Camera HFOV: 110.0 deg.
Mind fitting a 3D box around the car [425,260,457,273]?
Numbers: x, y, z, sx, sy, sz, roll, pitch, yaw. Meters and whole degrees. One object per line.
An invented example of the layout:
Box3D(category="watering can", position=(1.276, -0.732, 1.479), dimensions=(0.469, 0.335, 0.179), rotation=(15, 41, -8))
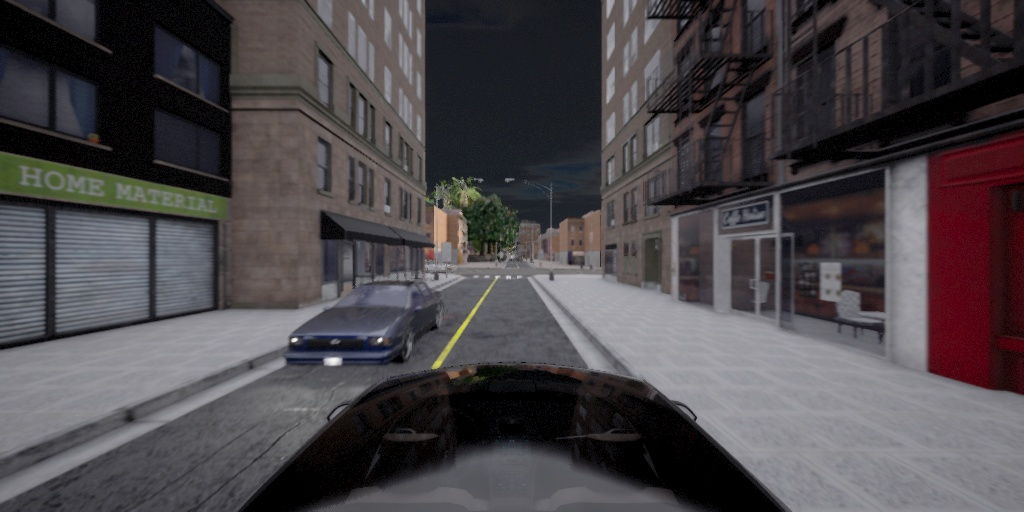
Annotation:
Box3D(category="car", position=(-8.643, 1.194, 41.271), dimensions=(4.674, 1.442, 1.812), rotation=(1, 0, 0))

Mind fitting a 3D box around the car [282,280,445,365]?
Box3D(category="car", position=(-2.848, 1.295, 8.370), dimensions=(2.033, 1.411, 5.357), rotation=(0, 0, 0))
